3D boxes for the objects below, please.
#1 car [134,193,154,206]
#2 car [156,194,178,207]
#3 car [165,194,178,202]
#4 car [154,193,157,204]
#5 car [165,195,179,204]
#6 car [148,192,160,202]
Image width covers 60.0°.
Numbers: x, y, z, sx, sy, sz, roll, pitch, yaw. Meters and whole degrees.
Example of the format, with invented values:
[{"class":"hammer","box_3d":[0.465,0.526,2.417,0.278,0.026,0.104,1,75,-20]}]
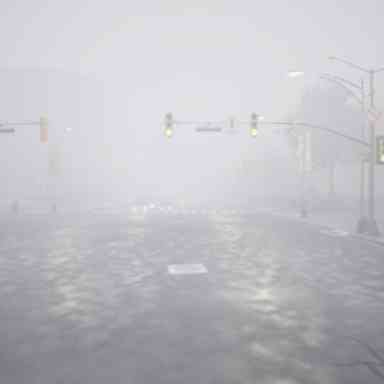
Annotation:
[{"class":"car","box_3d":[-6.986,1.243,47.287,1.837,1.490,4.892,0,0,0]},{"class":"car","box_3d":[-3.483,1.283,47.282,2.033,1.411,5.357,0,0,0]},{"class":"car","box_3d":[-4.205,1.185,67.275,1.994,1.385,4.181,0,0,-10]},{"class":"car","box_3d":[-6.961,1.177,56.704,2.128,1.511,4.902,0,0,1]},{"class":"car","box_3d":[-3.471,1.227,57.292,2.033,1.411,5.357,0,0,0]},{"class":"car","box_3d":[-7.652,0.982,66.644,2.097,1.767,4.553,0,0,-10]}]
